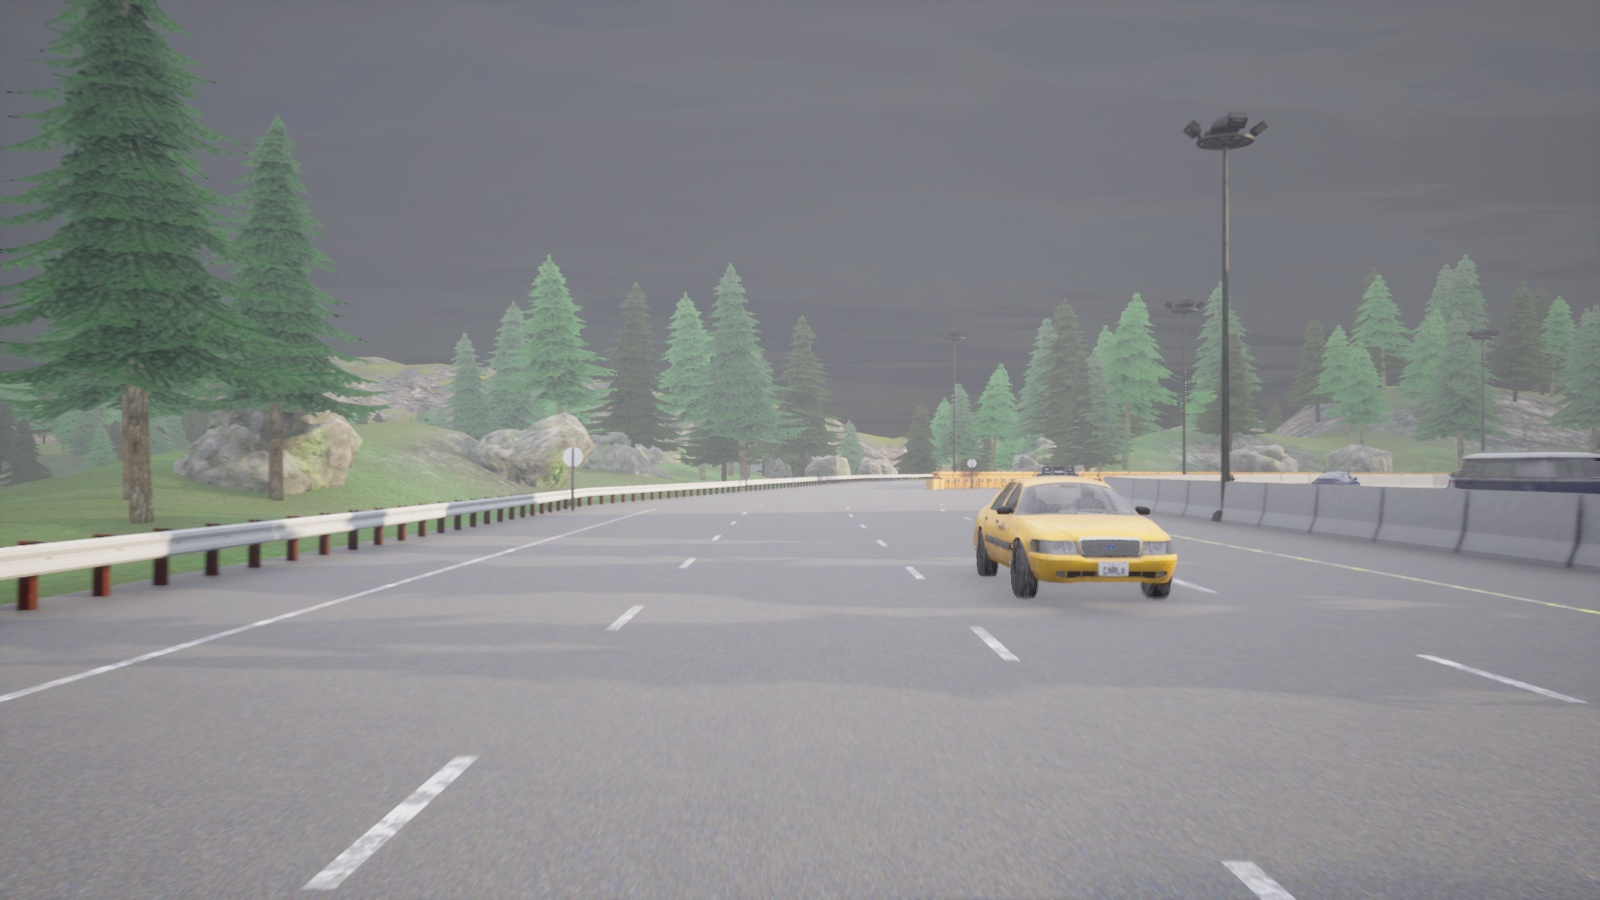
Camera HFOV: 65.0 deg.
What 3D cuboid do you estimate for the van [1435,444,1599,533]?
[{"bbox_3d":[17.428,0.903,30.459,1.775,1.987,4.442,0,-1,0],"label":"van"}]

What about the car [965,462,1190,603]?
[{"bbox_3d":[3.460,0.959,16.757,1.801,1.575,5.366,0,-1,0],"label":"car"}]

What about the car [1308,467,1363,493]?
[{"bbox_3d":[30.066,1.659,70.427,1.812,1.442,4.674,-1,-1,36],"label":"car"}]
